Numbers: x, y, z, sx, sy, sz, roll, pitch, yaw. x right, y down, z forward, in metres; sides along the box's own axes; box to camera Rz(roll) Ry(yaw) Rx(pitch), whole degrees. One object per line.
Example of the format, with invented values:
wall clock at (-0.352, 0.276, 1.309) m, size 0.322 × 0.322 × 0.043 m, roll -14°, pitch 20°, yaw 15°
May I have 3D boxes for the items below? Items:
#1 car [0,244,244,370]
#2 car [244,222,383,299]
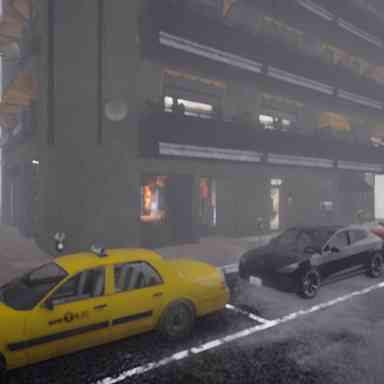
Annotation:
car at (-1.640, 1.511, 4.914) m, size 4.829 × 1.417 × 1.752 m, roll -1°, pitch 1°, yaw -35°
car at (3.122, 1.494, 8.295) m, size 4.313 × 1.339 × 1.947 m, roll -1°, pitch 1°, yaw -35°
